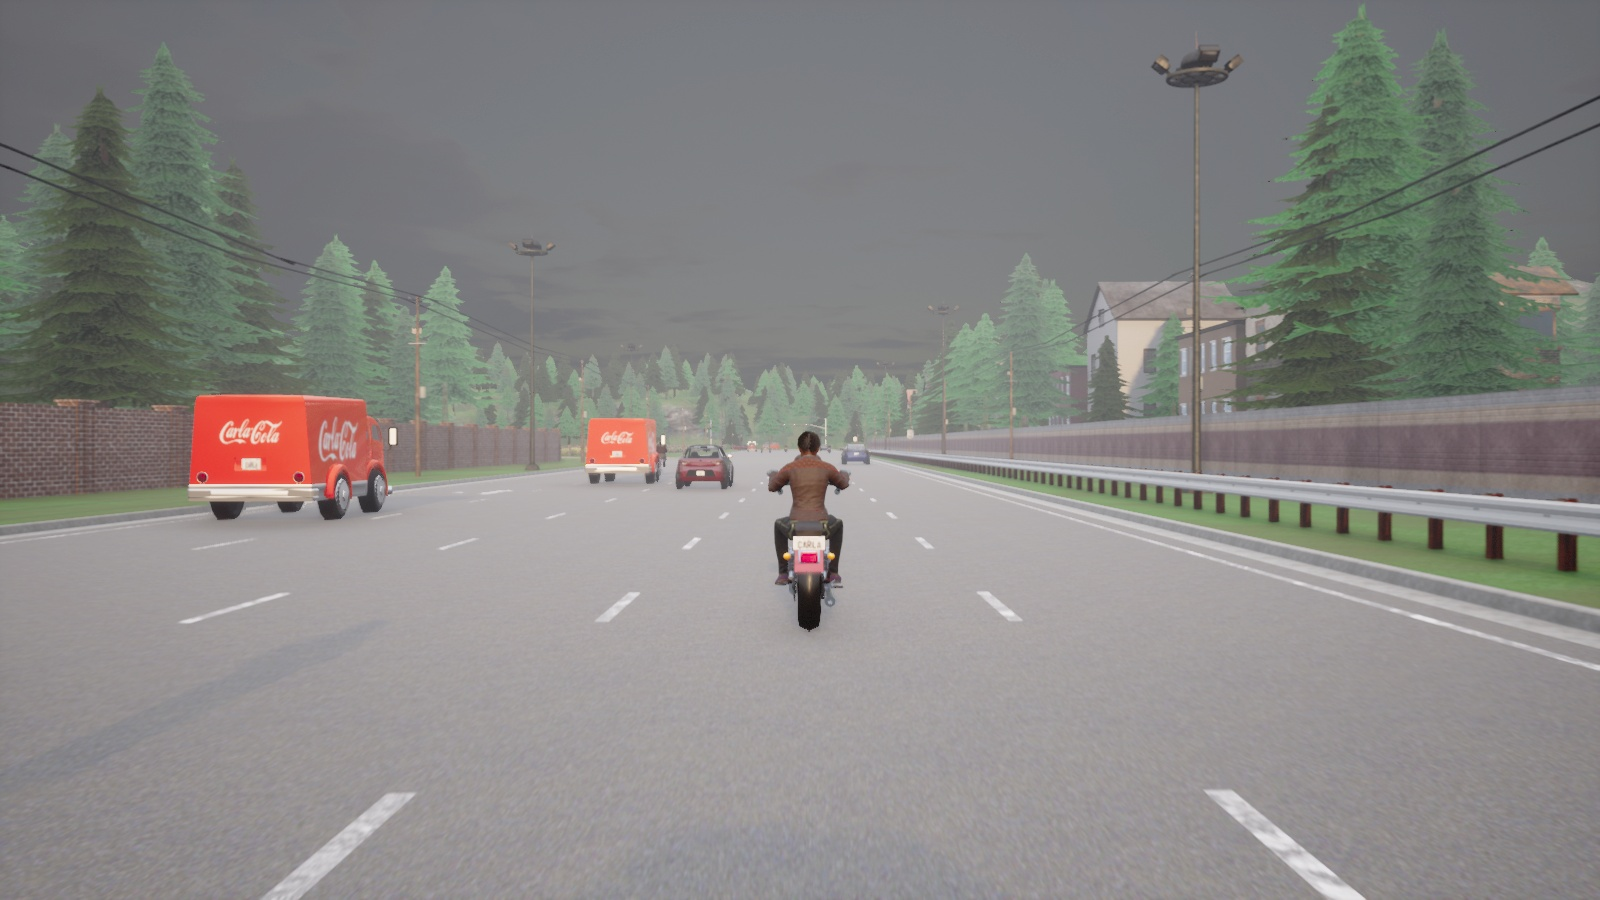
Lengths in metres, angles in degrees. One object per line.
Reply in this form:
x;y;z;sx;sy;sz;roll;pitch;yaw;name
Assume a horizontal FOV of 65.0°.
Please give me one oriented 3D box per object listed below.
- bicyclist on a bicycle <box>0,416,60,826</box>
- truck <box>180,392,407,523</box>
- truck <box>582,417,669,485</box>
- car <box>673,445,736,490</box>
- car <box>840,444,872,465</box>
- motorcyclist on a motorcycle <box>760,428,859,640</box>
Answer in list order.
-3.459;0.676;4.541;0.582;1.620;1.656;0;0;0;bicyclist on a bicycle
-10.336;0.133;26.206;2.627;2.467;5.204;0;0;0;truck
-6.708;0.031;48.805;2.627;2.467;5.204;0;0;0;truck
-3.240;0.562;43.192;1.816;1.474;4.193;0;0;0;car
4.034;0.335;91.540;2.163;1.488;4.792;0;0;0;car
0.077;0.648;10.930;0.766;1.649;2.350;0;0;0;motorcyclist on a motorcycle
